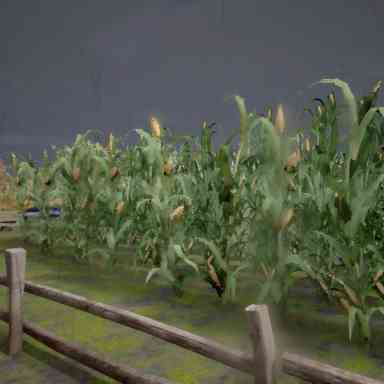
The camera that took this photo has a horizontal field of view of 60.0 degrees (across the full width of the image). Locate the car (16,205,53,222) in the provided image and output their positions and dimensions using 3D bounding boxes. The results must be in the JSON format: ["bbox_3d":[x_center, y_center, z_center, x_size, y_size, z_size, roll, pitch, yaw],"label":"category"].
[{"bbox_3d":[-11.392,1.530,26.042,1.994,1.385,4.181,0,0,37],"label":"car"}]
